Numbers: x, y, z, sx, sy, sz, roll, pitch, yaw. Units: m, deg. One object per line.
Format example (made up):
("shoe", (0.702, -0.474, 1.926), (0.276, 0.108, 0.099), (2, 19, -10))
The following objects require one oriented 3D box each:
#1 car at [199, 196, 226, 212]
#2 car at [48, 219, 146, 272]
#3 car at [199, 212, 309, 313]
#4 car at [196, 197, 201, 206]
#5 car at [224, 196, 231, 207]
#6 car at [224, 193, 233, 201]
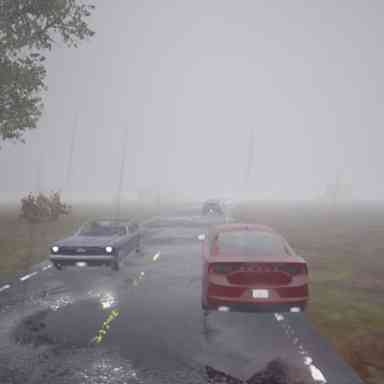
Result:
("car", (2.125, 1.476, 33.264), (1.837, 1.490, 4.892), (0, 0, 8))
("car", (-2.825, 1.595, 10.957), (1.895, 1.301, 4.718), (0, 0, 2))
("car", (1.171, 1.474, 7.791), (1.882, 1.535, 5.008), (0, 0, 2))
("car", (1.952, 1.472, 52.618), (1.812, 1.442, 4.674), (0, 0, 11))
("car", (3.933, 1.555, 46.430), (1.895, 1.301, 4.718), (0, 0, 11))
("car", (8.522, 1.247, 79.856), (2.097, 1.767, 4.553), (0, 0, 16))
